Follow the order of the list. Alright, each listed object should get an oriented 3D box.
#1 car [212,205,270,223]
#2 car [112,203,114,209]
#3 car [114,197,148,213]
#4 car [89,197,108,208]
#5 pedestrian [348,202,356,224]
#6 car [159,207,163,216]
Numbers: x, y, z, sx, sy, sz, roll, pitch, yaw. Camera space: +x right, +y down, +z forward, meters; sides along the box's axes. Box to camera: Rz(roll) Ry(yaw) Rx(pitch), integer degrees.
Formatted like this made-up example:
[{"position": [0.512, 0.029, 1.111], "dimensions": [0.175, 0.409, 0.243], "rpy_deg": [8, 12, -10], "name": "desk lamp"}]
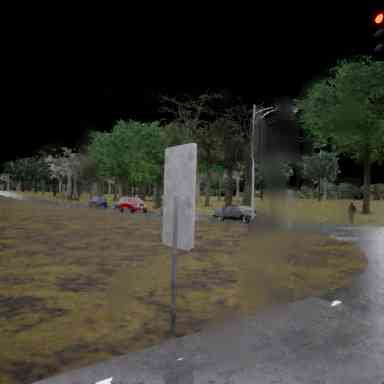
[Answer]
[{"position": [3.961, 1.793, 27.840], "dimensions": [2.033, 1.411, 5.357], "rpy_deg": [3, -2, -36], "name": "car"}, {"position": [-11.979, 2.185, 56.322], "dimensions": [1.837, 1.490, 4.892], "rpy_deg": [3, -2, -36], "name": "car"}, {"position": [-7.939, 1.680, 44.423], "dimensions": [2.150, 2.045, 5.566], "rpy_deg": [3, -2, -35], "name": "car"}, {"position": [-18.368, 1.963, 65.221], "dimensions": [2.150, 2.045, 5.566], "rpy_deg": [3, -2, -36], "name": "car"}, {"position": [13.352, 1.718, 27.813], "dimensions": [0.375, 1.860, 0.375], "rpy_deg": [2, -1, -36], "name": "pedestrian"}, {"position": [-1.850, 1.928, 35.896], "dimensions": [1.994, 1.385, 4.181], "rpy_deg": [3, -2, -37], "name": "car"}]
